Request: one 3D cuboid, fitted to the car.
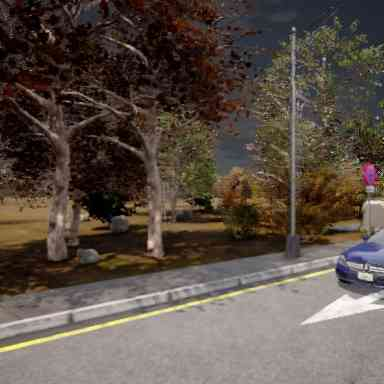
[{"bbox_3d":[5.561,1.537,8.413,4.674,1.442,1.812,0,0,-36],"label":"car"}]
